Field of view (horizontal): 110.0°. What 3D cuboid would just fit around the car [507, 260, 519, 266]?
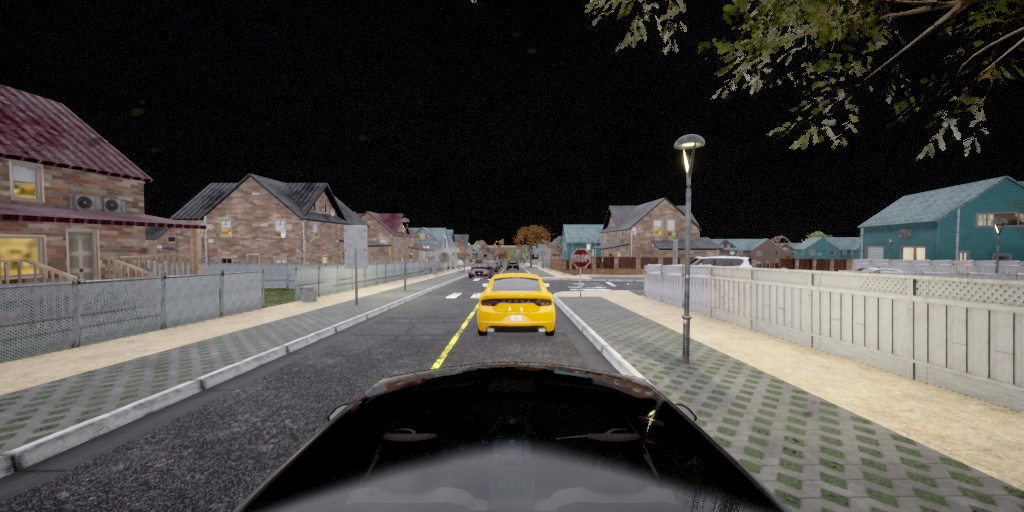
[{"bbox_3d":[0.131,1.424,57.714,1.837,1.490,4.892,0,0,0],"label":"car"}]

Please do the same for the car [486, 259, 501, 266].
[{"bbox_3d":[-2.814,1.193,44.944,2.097,1.767,4.553,0,0,0],"label":"car"}]

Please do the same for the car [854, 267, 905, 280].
[{"bbox_3d":[23.049,1.424,22.902,4.674,1.442,1.812,1,2,13],"label":"car"}]

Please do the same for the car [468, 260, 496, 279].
[{"bbox_3d":[-2.821,1.354,32.864,1.994,1.385,4.181,0,0,1],"label":"car"}]

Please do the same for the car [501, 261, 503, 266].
[{"bbox_3d":[-2.790,1.260,56.098,2.097,1.767,4.553,0,0,0],"label":"car"}]

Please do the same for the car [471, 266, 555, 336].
[{"bbox_3d":[0.117,1.227,10.433,1.882,1.535,5.008,0,0,0],"label":"car"}]

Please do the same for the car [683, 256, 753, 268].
[{"bbox_3d":[13.406,1.015,24.661,5.566,2.045,2.150,1,2,8],"label":"car"}]
